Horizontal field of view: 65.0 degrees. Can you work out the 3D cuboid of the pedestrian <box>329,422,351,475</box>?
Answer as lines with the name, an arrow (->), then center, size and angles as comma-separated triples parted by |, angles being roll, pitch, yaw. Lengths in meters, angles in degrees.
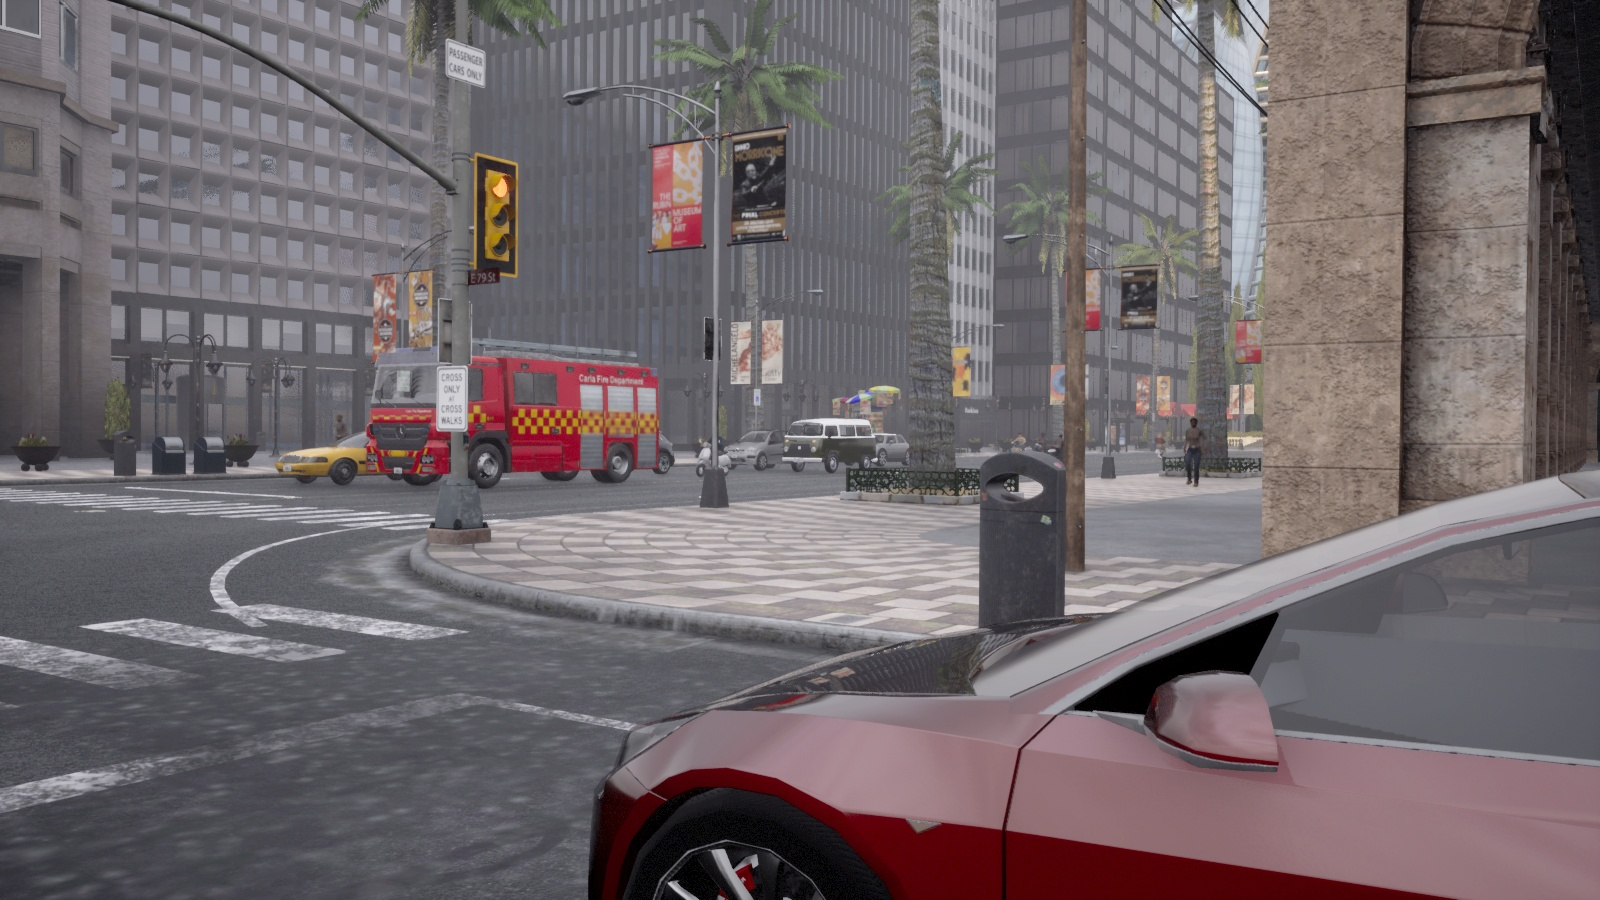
pedestrian -> -16.166, -0.068, 44.115 | 0.331, 1.846, 0.634 | 0, 1, 32

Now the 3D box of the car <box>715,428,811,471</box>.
car -> -1.431, -0.042, 50.141 | 1.851, 1.617, 3.988 | 0, 1, 33

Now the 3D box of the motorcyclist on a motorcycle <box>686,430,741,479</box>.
motorcyclist on a motorcycle -> -2.858, 0.142, 41.631 | 0.866, 1.590, 1.817 | 0, 1, 33

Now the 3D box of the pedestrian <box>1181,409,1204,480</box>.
pedestrian -> 10.200, -0.150, 32.617 | 0.328, 1.805, 0.869 | 0, 1, 33

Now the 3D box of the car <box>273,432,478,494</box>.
car -> -11.593, 0.301, 34.719 | 1.801, 1.575, 5.366 | 0, 1, 34

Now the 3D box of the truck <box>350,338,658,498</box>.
truck -> -7.730, -0.831, 34.274 | 2.891, 3.827, 8.468 | 0, 1, 33

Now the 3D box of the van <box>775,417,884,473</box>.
van -> 1.180, -0.208, 47.746 | 2.069, 2.038, 4.480 | 0, 1, 33

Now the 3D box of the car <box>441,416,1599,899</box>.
car -> 1.787, 0.681, 2.457 | 4.792, 1.488, 2.163 | 0, 1, 33

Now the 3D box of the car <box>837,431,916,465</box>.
car -> 3.556, -0.123, 57.677 | 1.970, 1.475, 3.806 | 0, 1, 33

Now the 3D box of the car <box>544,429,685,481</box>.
car -> -6.252, 0.133, 42.845 | 2.033, 1.649, 4.856 | 0, 1, 34
